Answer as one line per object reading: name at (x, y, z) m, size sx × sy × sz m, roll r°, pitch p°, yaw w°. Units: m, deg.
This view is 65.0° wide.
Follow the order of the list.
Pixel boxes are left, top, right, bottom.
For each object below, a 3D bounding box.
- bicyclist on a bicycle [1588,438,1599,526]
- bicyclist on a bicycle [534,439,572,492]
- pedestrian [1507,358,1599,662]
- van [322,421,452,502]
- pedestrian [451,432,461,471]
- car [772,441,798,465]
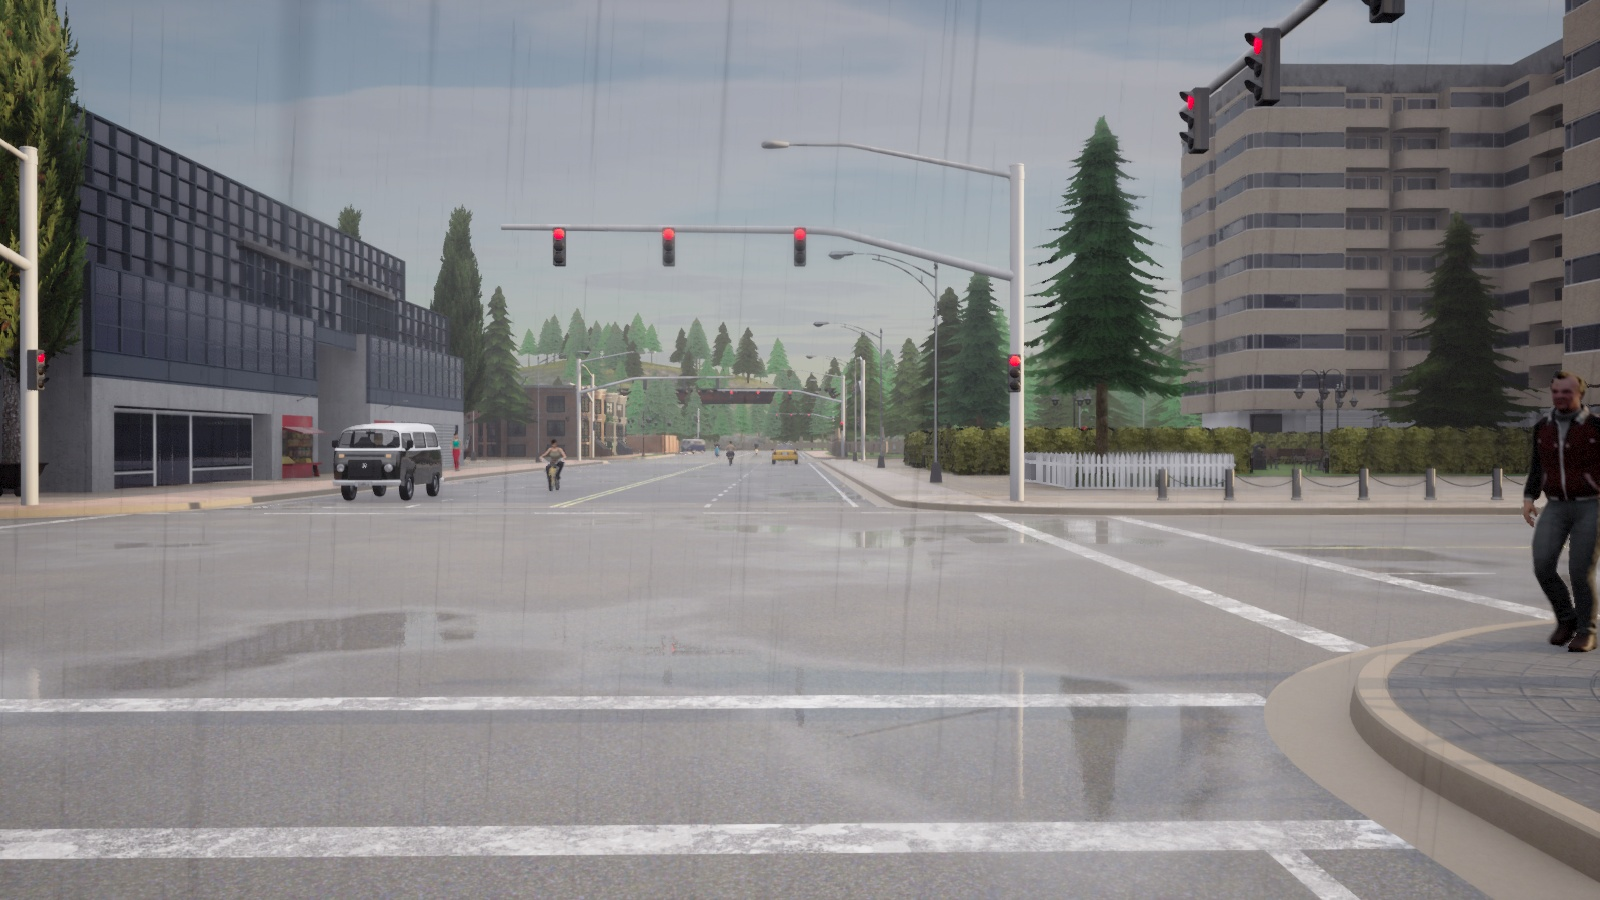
bicyclist on a bicycle at (15.534, 0.581, 23.134) m, size 1.656 × 1.620 × 0.582 m, roll 0°, pitch 0°, yaw -1°
bicyclist on a bicycle at (-7.544, 0.460, 38.388) m, size 0.866 × 1.612 × 1.509 m, roll 0°, pitch 0°, yaw 0°
pedestrian at (4.902, 0.364, 8.015) m, size 0.720 × 1.854 × 0.376 m, roll 0°, pitch 0°, yaw -33°
van at (-10.995, 0.270, 33.794) m, size 2.069 × 2.038 × 4.480 m, roll 0°, pitch 0°, yaw -1°
pedestrian at (-16.165, 0.058, 59.032) m, size 0.345 × 1.836 × 0.594 m, roll 0°, pitch 0°, yaw -1°
car at (-1.048, 0.188, 87.747) m, size 1.801 × 1.575 × 5.366 m, roll 0°, pitch 0°, yaw -1°
